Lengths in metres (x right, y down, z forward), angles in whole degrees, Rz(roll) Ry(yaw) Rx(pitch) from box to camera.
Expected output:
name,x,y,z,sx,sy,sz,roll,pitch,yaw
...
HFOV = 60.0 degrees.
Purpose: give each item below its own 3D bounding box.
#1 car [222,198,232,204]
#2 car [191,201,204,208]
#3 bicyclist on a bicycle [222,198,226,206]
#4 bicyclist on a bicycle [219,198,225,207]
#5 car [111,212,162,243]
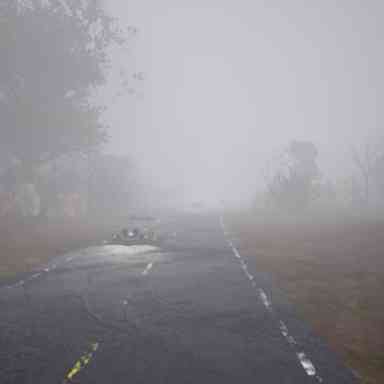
name,x,y,z,sx,sy,sz,roll,pitch,yaw
car,8.113,2.241,82.432,1.994,1.385,4.181,0,-1,12
car,1.031,2.181,58.195,1.895,1.301,4.718,0,-1,8
bicyclist on a bicycle,6.685,2.072,69.545,0.659,1.776,1.843,0,0,10
bicyclist on a bicycle,5.282,1.979,60.559,0.659,1.776,1.843,0,0,8
car,-2.692,1.728,16.970,1.994,1.385,4.181,0,-1,2
